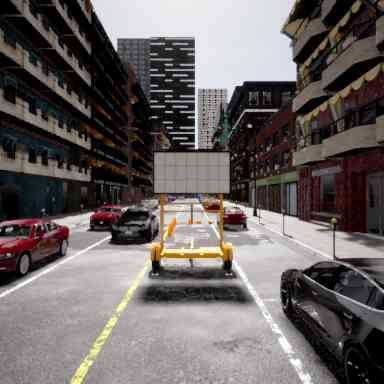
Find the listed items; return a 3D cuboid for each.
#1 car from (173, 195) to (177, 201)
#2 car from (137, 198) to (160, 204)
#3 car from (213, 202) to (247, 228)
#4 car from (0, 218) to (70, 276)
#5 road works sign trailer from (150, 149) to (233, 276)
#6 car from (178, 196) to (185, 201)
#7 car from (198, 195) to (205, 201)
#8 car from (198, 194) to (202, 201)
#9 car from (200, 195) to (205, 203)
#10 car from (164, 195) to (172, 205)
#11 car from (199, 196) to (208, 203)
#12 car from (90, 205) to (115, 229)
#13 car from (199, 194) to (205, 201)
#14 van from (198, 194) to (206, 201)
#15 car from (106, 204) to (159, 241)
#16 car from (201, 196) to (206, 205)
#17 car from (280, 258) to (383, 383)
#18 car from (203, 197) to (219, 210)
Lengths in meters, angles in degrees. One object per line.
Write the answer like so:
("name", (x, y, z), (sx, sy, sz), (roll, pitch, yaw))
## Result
("car", (-5.343, 1.643, 84.335), (1.887, 1.381, 4.507), (0, 0, 0))
("car", (-5.324, 1.576, 38.817), (2.008, 1.369, 4.403), (1, 0, 0))
("car", (2.563, 1.591, 21.762), (1.802, 1.307, 4.206), (1, 0, 0))
("car", (-5.312, 1.548, 10.368), (1.887, 1.381, 4.507), (1, 0, 0))
("road works sign trailer", (-0.004, 0.467, 10.372), (2.380, 3.560, 2.880), (0, 0, 0))
("car", (-2.786, 1.741, 90.345), (1.895, 1.301, 4.718), (0, 0, 0))
("car", (2.535, 1.637, 90.208), (1.752, 1.417, 4.829), (0, 0, 0))
("car", (2.545, 1.588, 67.449), (1.752, 1.417, 4.829), (0, 0, 0))
("car", (2.552, 1.582, 50.211), (1.887, 1.381, 4.507), (1, 0, 0))
("car", (-5.333, 1.598, 61.577), (1.887, 1.381, 4.507), (1, 0, 0))
("car", (2.542, 1.655, 72.968), (1.802, 1.307, 4.206), (0, 0, 0))
("car", (-5.316, 1.554, 21.747), (1.887, 1.381, 4.507), (1, 0, 0))
("car", (2.550, 1.570, 56.070), (1.752, 1.417, 4.829), (0, 0, 0))
("van", (2.539, 1.440, 84.348), (1.690, 1.788, 3.998), (0, 0, 0))
("car", (-2.758, 1.532, 16.872), (1.812, 1.442, 4.674), (0, 0, 0))
("car", (2.554, 1.576, 44.522), (1.887, 1.381, 4.507), (1, 0, 0))
("car", (2.571, 1.567, 4.694), (1.947, 1.339, 4.313), (1, 0, 0))
("car", (2.556, 1.607, 38.831), (1.802, 1.307, 4.206), (1, 0, 0))
